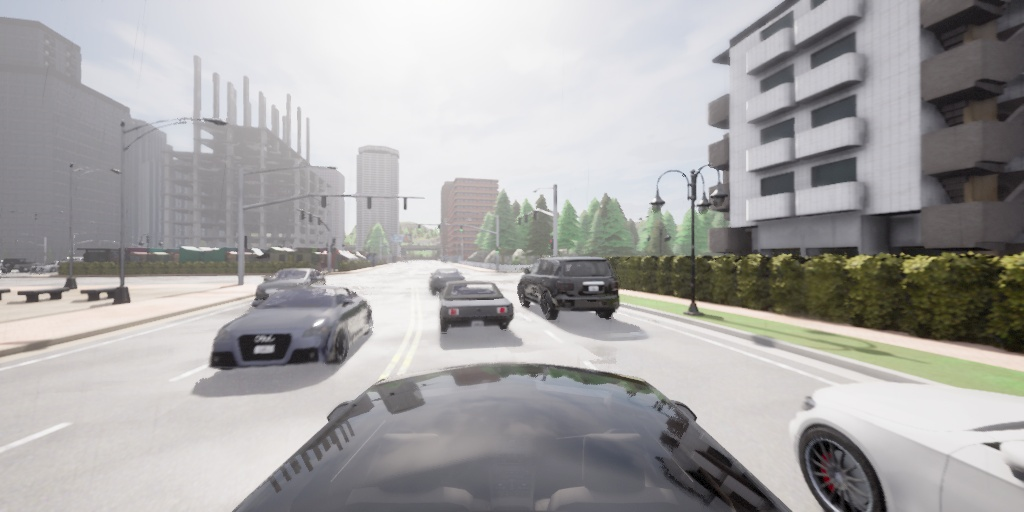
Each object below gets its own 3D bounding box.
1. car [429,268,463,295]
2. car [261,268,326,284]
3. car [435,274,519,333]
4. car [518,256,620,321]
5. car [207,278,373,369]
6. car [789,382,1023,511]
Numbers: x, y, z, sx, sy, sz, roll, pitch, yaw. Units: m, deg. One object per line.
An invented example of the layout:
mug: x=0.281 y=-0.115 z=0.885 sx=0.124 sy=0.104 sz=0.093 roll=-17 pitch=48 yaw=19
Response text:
car: x=-3.807 y=1.412 z=21.078 sx=1.994 sy=1.385 sz=4.181 roll=0 pitch=0 yaw=-15
car: x=-9.894 y=1.325 z=16.413 sx=2.128 sy=1.511 sz=4.902 roll=0 pitch=0 yaw=-15
car: x=-1.303 y=1.398 z=11.039 sx=1.895 sy=1.301 sz=4.718 roll=0 pitch=0 yaw=-12
car: x=1.796 y=1.029 z=13.022 sx=2.150 sy=2.045 sz=5.566 roll=0 pitch=0 yaw=-12
car: x=-4.391 y=1.349 z=7.828 sx=1.994 sy=1.385 sz=4.181 roll=0 pitch=0 yaw=-10
car: x=3.301 y=1.269 z=1.127 sx=1.812 sy=1.442 sz=4.674 roll=0 pitch=0 yaw=0
